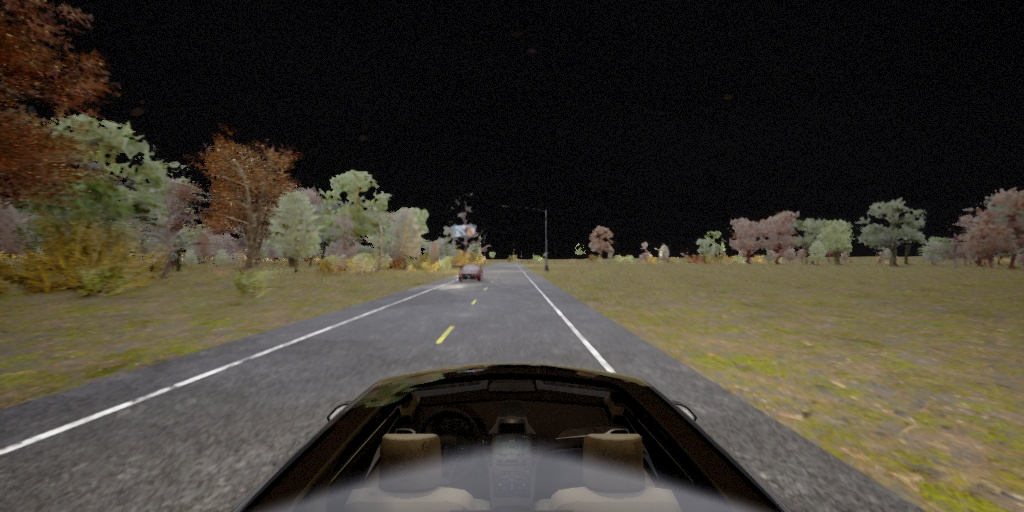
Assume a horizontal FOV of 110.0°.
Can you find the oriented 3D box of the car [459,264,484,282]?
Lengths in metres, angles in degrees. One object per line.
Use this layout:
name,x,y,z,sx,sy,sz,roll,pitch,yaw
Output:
car,-3.584,1.500,32.286,1.882,1.535,5.008,0,-1,0
